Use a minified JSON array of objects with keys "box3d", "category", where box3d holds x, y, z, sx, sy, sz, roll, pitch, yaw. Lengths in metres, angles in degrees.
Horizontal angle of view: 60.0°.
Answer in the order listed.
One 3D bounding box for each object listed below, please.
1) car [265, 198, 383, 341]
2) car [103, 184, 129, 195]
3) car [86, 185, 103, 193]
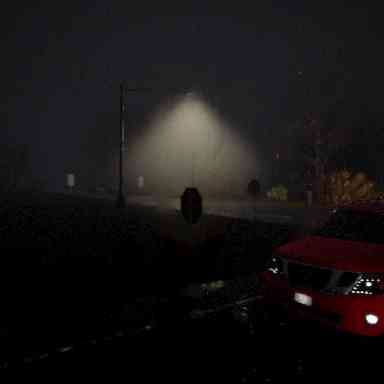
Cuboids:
[{"box3d":[3.932,1.199,6.670,5.566,2.045,2.150,-2,1,-35],"category":"car"},{"box3d":[-11.563,-0.420,51.884,2.097,1.767,4.553,0,2,-36],"category":"car"},{"box3d":[-17.421,-0.548,60.037,2.033,1.411,5.357,0,2,-36],"category":"car"}]
